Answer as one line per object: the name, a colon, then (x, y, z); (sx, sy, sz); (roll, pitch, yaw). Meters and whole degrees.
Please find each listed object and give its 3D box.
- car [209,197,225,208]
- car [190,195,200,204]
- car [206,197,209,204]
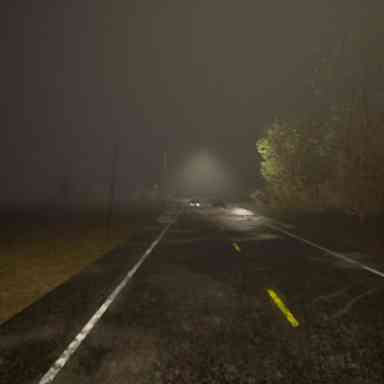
car: (4.081, 1.768, 52.263); (1.895, 1.301, 4.718); (0, 0, 1)
car: (0.648, 1.739, 69.742); (1.994, 1.385, 4.181); (0, 0, 1)
car: (4.165, 1.744, 71.490); (2.128, 1.511, 4.902); (0, 0, 1)
